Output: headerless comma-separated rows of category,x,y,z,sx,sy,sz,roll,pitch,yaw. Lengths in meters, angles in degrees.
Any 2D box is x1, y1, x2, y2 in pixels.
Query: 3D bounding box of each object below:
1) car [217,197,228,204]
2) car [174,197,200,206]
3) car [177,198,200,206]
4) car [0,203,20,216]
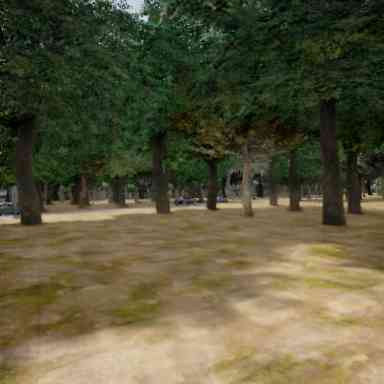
car,5.223,1.653,66.743,2.033,1.411,5.357,-3,-2,38
car,-1.149,1.660,58.488,1.837,1.490,4.892,-3,-2,38
car,-0.626,1.888,64.918,1.895,1.301,4.718,-3,-2,38
car,-19.472,1.879,35.017,1.994,1.385,4.181,-3,-2,38
